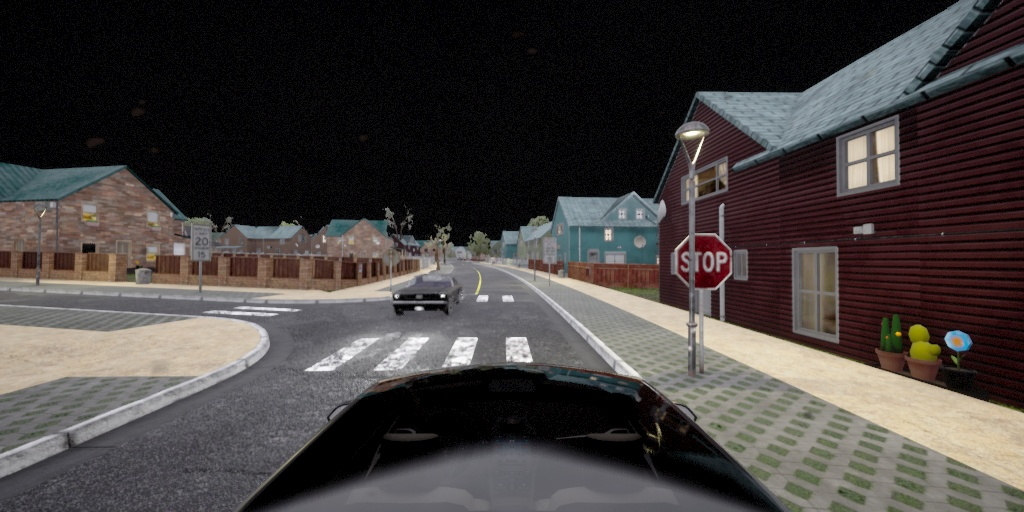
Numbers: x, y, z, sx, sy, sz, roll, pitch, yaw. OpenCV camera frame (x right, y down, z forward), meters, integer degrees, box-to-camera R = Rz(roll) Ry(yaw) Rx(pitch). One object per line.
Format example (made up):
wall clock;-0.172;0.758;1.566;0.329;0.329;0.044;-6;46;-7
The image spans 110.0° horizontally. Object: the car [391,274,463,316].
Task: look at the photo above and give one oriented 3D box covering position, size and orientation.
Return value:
car;-2.996;1.352;13.506;1.895;1.301;4.718;0;0;-2
